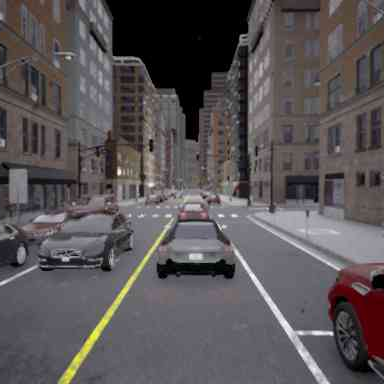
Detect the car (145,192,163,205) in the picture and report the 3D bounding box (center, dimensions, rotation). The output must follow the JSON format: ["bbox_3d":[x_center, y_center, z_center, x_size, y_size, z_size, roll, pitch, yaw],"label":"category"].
[{"bbox_3d":[-5.466,1.030,46.323,1.802,1.307,4.206,-1,1,0],"label":"car"}]

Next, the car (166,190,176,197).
[{"bbox_3d":[-5.294,0.350,85.272,2.192,1.841,5.009,-1,1,0],"label":"car"}]

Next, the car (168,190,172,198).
[{"bbox_3d":[-5.392,0.793,62.845,1.752,1.417,4.829,-1,1,0],"label":"car"}]

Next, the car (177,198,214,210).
[{"bbox_3d":[0.110,1.283,19.577,1.812,1.442,4.674,0,1,1],"label":"car"}]

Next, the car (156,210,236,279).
[{"bbox_3d":[0.110,1.441,9.698,1.994,1.385,4.181,0,1,1],"label":"car"}]

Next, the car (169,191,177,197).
[{"bbox_3d":[-5.266,0.523,90.839,1.887,1.381,4.507,-1,1,0],"label":"car"}]

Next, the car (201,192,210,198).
[{"bbox_3d":[3.209,0.634,79.690,1.887,1.381,4.507,-1,1,0],"label":"car"}]

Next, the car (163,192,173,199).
[{"bbox_3d":[-5.341,0.699,74.144,2.008,1.369,4.403,-1,1,0],"label":"car"}]

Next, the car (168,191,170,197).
[{"bbox_3d":[-5.416,0.870,57.451,1.887,1.381,4.507,-1,1,0],"label":"car"}]

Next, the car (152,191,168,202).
[{"bbox_3d":[-5.444,0.701,51.885,2.192,1.841,5.009,-1,1,0],"label":"car"}]

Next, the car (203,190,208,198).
[{"bbox_3d":[3.085,0.908,52.044,1.752,1.417,4.829,-1,1,0],"label":"car"}]

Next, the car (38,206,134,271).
[{"bbox_3d":[-3.039,1.375,10.464,1.837,1.490,4.892,0,0,0],"label":"car"}]

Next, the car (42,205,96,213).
[{"bbox_3d":[-5.612,1.411,13.743,1.802,1.307,4.206,-1,1,0],"label":"car"}]

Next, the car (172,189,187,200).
[{"bbox_3d":[-2.708,0.728,66.586,2.128,1.511,4.902,0,1,1],"label":"car"}]

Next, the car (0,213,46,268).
[{"bbox_3d":[-5.637,1.448,8.160,2.008,1.369,4.403,-1,1,0],"label":"car"}]

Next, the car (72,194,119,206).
[{"bbox_3d":[-5.590,1.077,19.322,2.192,1.841,5.009,-1,1,0],"label":"car"}]

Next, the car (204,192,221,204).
[{"bbox_3d":[3.059,1.028,46.312,1.802,1.307,4.206,-1,1,0],"label":"car"}]

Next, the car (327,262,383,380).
[{"bbox_3d":[2.860,1.280,2.559,2.192,1.841,5.009,-1,1,0],"label":"car"}]

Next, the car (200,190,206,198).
[{"bbox_3d":[3.159,0.749,68.563,1.887,1.381,4.507,-1,1,0],"label":"car"}]
